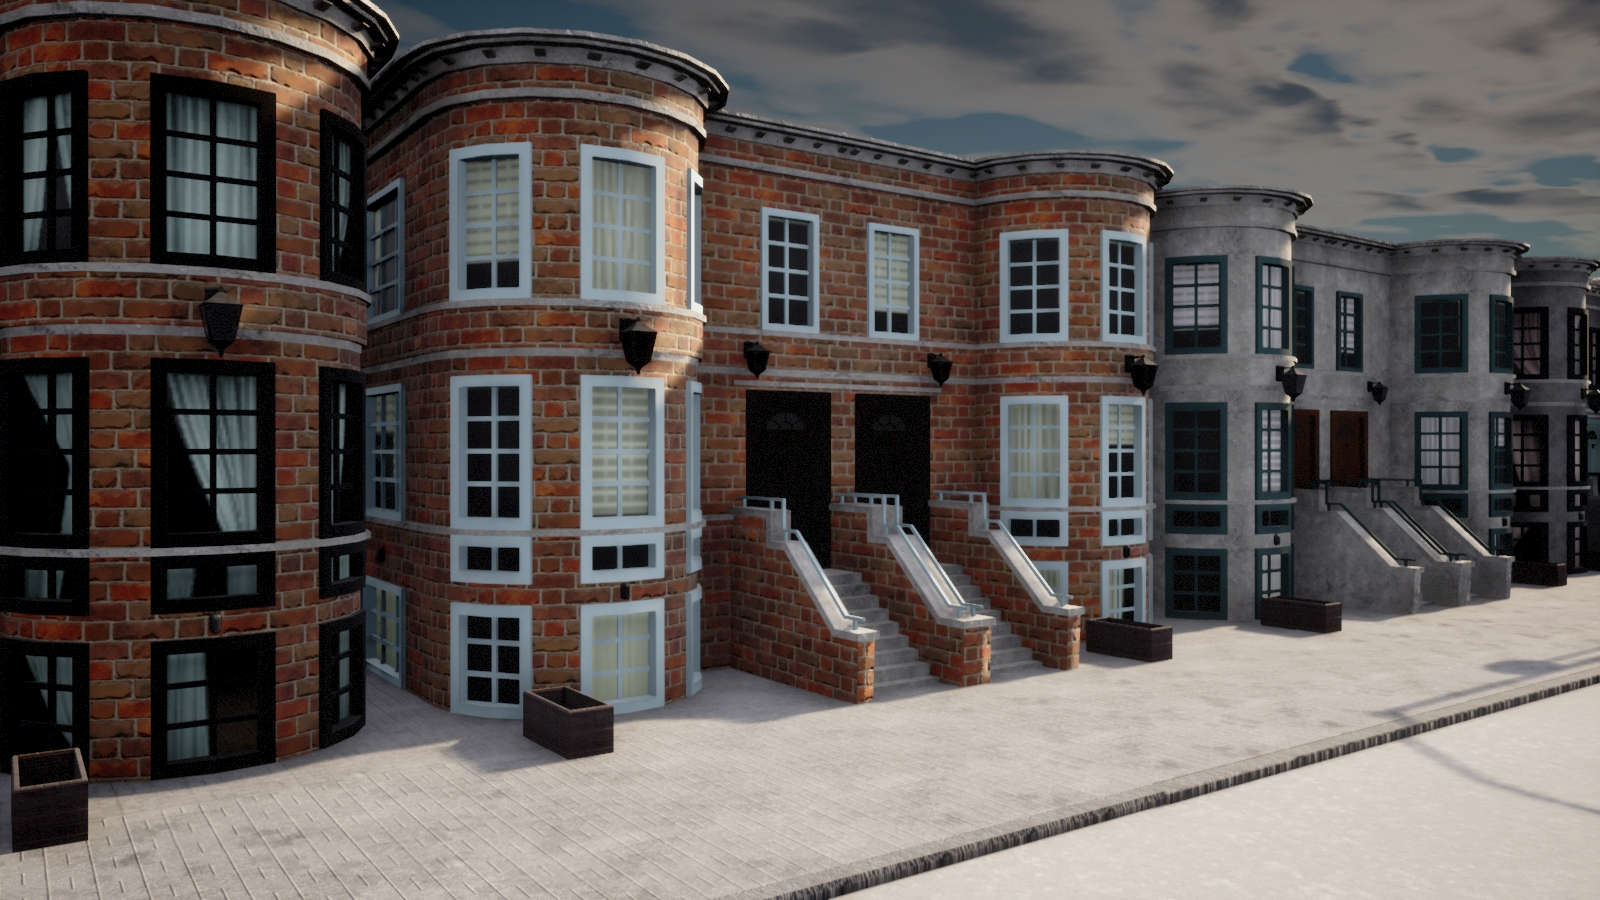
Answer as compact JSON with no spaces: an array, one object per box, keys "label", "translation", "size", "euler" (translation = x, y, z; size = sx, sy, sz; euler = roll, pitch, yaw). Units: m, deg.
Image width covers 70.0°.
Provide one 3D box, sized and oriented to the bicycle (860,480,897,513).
[{"label":"bicycle","translation":[3.264,1.928,47.669],"size":[0.329,1.271,1.835],"euler":[-1,1,-40]}]
